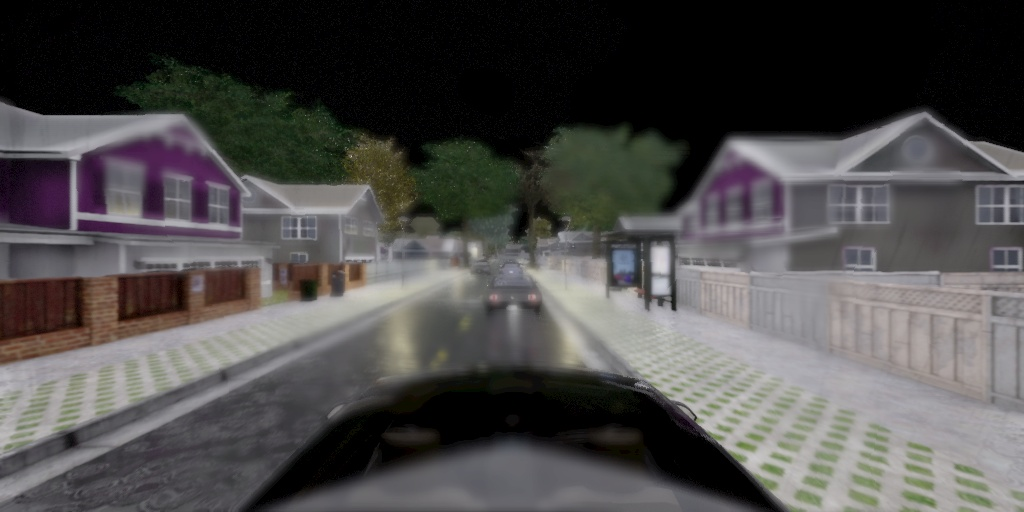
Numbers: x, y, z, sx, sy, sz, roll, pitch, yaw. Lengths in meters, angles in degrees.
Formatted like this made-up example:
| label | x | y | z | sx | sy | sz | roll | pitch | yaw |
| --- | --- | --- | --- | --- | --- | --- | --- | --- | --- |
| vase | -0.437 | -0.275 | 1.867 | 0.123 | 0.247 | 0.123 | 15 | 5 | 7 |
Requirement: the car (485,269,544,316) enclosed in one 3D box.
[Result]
| label | x | y | z | sx | sy | sz | roll | pitch | yaw |
| --- | --- | --- | --- | --- | --- | --- | --- | --- | --- |
| car | 0.092 | 1.352 | 13.451 | 1.895 | 1.301 | 4.718 | 0 | 0 | 0 |

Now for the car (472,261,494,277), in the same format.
| label | x | y | z | sx | sy | sz | roll | pitch | yaw |
| --- | --- | --- | --- | --- | --- | --- | --- | --- | --- |
| car | -2.846 | 1.257 | 35.559 | 1.837 | 1.490 | 4.892 | 0 | 0 | 0 |

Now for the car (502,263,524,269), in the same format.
| label | x | y | z | sx | sy | sz | roll | pitch | yaw |
| --- | --- | --- | --- | --- | --- | --- | --- | --- | --- |
| car | 0.093 | 1.316 | 30.672 | 1.994 | 1.385 | 4.181 | 0 | 0 | 0 |
